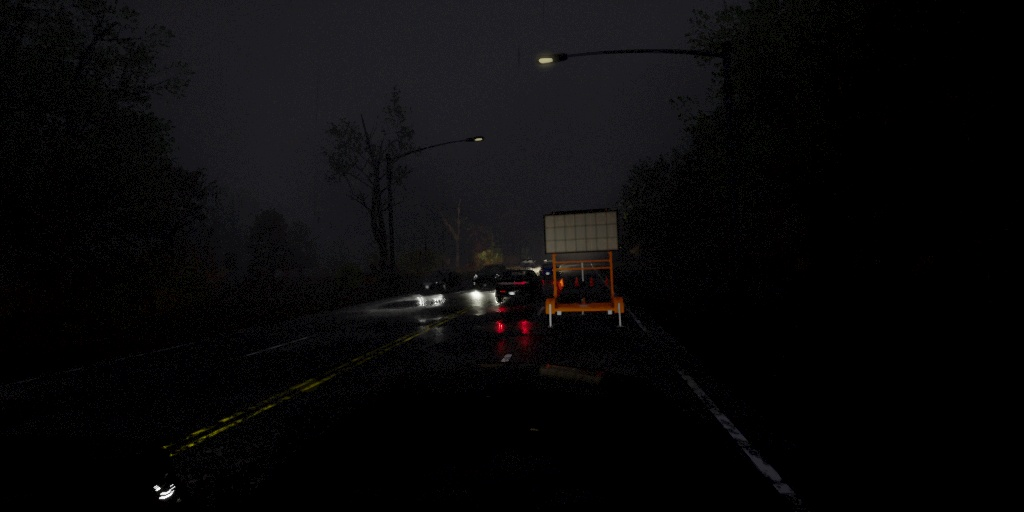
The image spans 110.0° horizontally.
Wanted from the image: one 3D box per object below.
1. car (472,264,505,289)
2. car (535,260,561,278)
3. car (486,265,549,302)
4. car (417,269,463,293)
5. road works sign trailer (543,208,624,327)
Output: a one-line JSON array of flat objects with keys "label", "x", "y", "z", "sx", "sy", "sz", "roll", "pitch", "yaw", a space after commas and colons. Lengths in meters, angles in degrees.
[{"label": "car", "x": -1.450, "y": 1.445, "z": 26.912, "sx": 2.097, "sy": 1.767, "sz": 4.553, "roll": -3, "pitch": 0, "yaw": 11}, {"label": "car", "x": 3.785, "y": 1.443, "z": 35.621, "sx": 1.812, "sy": 1.442, "sz": 4.674, "roll": -3, "pitch": -1, "yaw": 11}, {"label": "car", "x": 0.456, "y": 1.449, "z": 18.563, "sx": 2.128, "sy": 1.511, "sz": 4.902, "roll": -3, "pitch": 0, "yaw": 11}, {"label": "car", "x": -5.021, "y": 1.732, "z": 25.538, "sx": 2.128, "sy": 1.511, "sz": 4.902, "roll": -3, "pitch": 0, "yaw": 11}, {"label": "road works sign trailer", "x": 2.402, "y": 0.289, "z": 11.846, "sx": 2.380, "sy": 3.560, "sz": 2.880, "roll": 0, "pitch": 0, "yaw": 11}]
